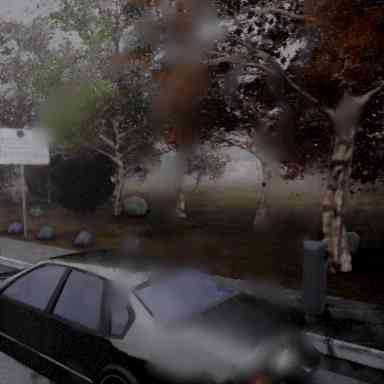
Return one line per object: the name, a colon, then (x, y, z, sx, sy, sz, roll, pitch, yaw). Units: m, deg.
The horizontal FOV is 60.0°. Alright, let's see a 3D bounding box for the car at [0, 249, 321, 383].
car: (-1.219, 1.521, 4.429, 5.357, 1.411, 2.033, 1, 0, 35)
